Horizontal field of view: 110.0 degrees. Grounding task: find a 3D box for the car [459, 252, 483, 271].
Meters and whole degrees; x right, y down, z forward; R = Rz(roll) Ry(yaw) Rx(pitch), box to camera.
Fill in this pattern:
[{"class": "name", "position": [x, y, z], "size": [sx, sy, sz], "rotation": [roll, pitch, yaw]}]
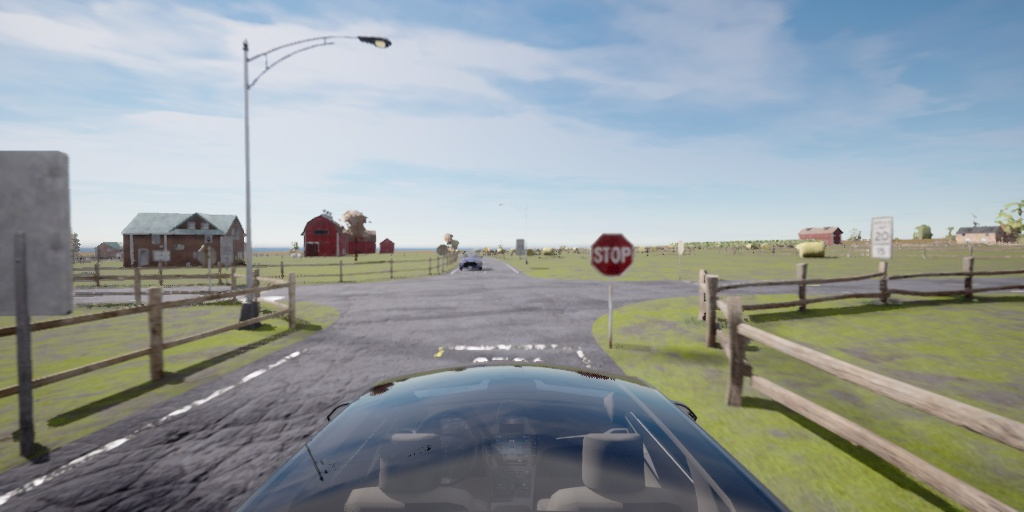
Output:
[{"class": "car", "position": [-3.856, 0.406, 34.046], "size": [2.097, 1.767, 4.553], "rotation": [0, 1, -4]}]
